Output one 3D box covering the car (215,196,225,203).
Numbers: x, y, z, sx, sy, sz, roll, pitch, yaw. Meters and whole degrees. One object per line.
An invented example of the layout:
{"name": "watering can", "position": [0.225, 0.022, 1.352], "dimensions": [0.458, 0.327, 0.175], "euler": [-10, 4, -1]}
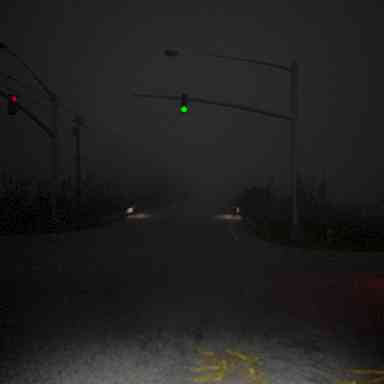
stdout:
{"name": "car", "position": [5.484, 1.432, 65.514], "dimensions": [1.895, 1.301, 4.718], "euler": [0, -1, 5]}
